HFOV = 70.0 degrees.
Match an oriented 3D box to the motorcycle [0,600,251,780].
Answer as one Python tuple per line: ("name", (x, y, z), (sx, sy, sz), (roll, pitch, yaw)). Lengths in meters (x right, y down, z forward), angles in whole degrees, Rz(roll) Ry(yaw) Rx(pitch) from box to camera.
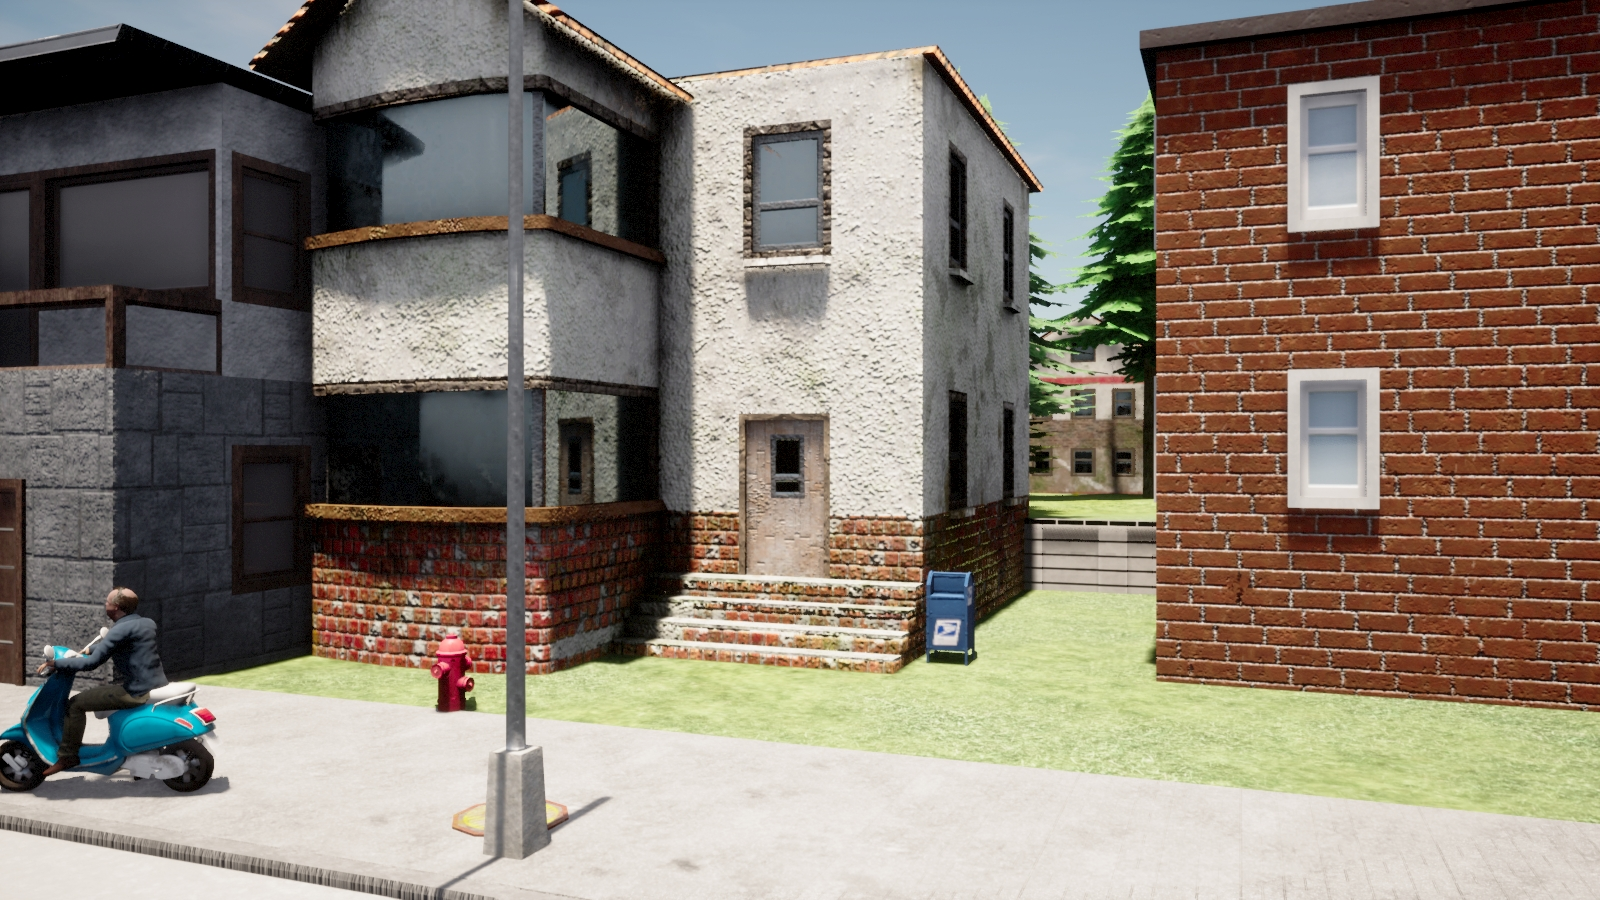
("motorcycle", (-5.442, 1.858, 9.019), (1.805, 1.236, 0.856), (0, 0, 1))
